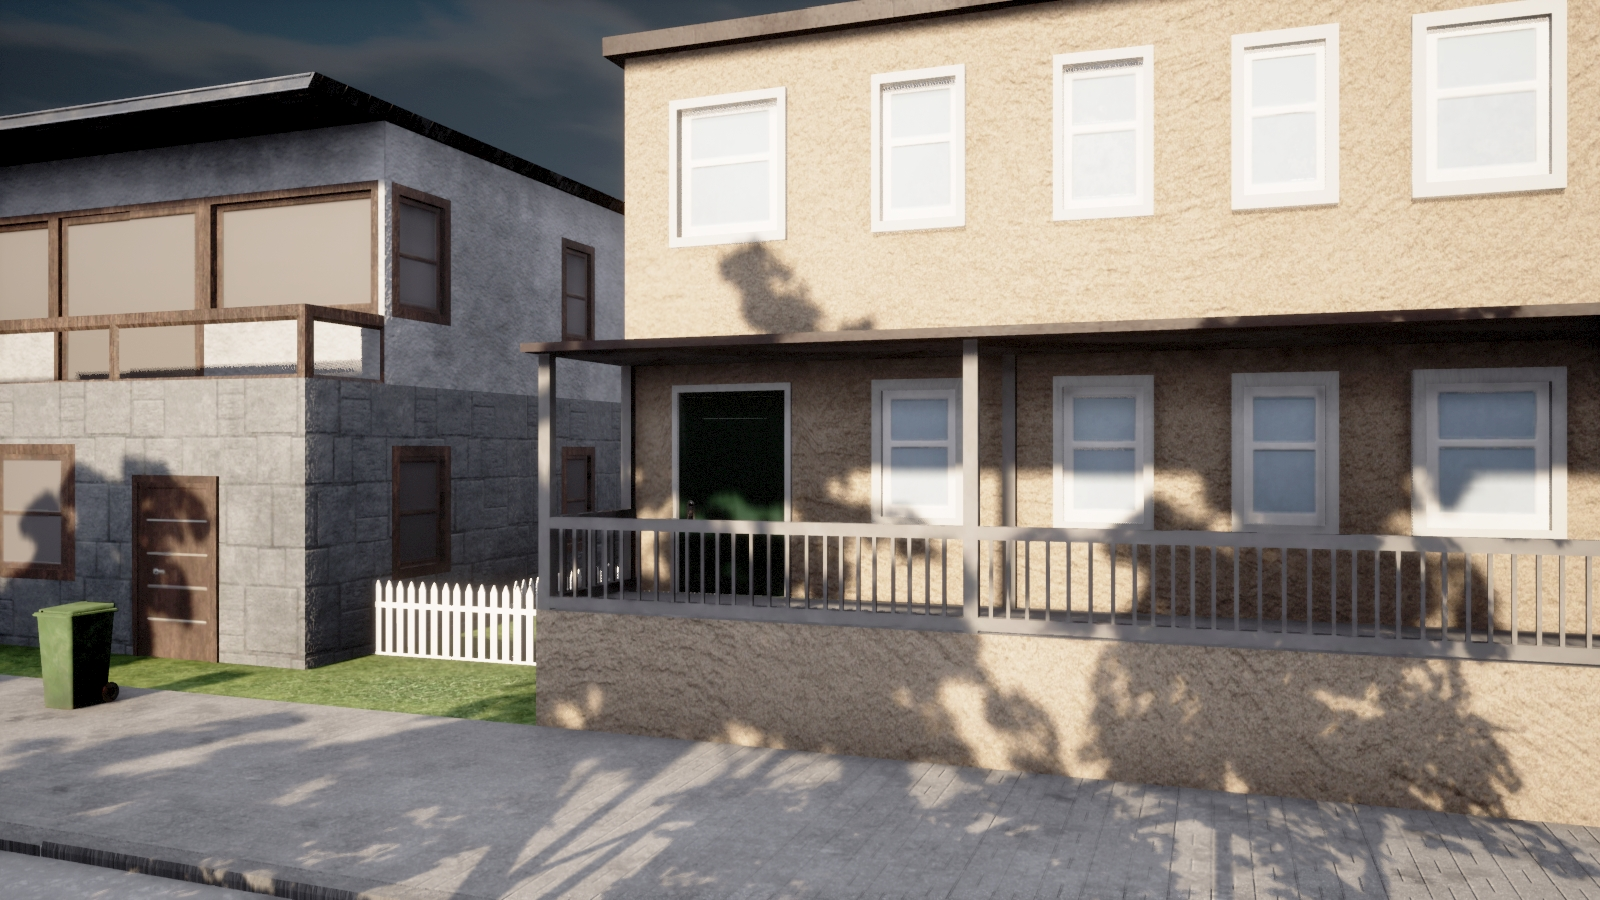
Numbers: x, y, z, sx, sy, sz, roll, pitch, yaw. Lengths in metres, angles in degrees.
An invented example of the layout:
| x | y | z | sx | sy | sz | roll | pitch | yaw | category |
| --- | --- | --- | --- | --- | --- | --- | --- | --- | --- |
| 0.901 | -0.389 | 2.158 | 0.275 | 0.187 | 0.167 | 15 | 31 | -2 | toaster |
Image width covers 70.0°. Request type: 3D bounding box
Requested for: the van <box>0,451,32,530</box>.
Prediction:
| x | y | z | sx | sy | sz | roll | pitch | yaw | category |
| --- | --- | --- | --- | --- | --- | --- | --- | --- | --- |
| -27.753 | 1.329 | 35.973 | 1.988 | 2.561 | 5.915 | 0 | 0 | 20 | van |
